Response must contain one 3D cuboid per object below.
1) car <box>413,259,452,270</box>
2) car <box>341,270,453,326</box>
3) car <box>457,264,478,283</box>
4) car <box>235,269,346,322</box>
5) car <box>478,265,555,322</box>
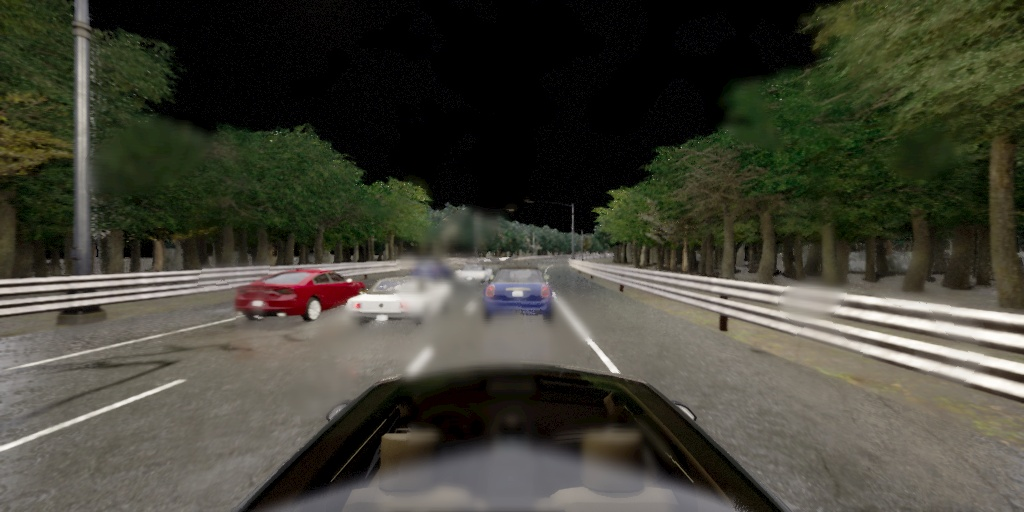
[{"bbox_3d":[-6.017,1.013,27.533,2.097,1.767,4.553,0,0,4],"label":"car"},{"bbox_3d":[-3.274,1.312,11.483,1.895,1.301,4.718,0,0,2],"label":"car"},{"bbox_3d":[-2.606,1.271,26.239,1.895,1.301,4.718,0,0,4],"label":"car"},{"bbox_3d":[-6.749,1.181,12.163,1.882,1.535,5.008,0,-1,2],"label":"car"},{"bbox_3d":[0.261,1.065,12.242,2.097,1.767,4.553,0,0,2],"label":"car"}]
